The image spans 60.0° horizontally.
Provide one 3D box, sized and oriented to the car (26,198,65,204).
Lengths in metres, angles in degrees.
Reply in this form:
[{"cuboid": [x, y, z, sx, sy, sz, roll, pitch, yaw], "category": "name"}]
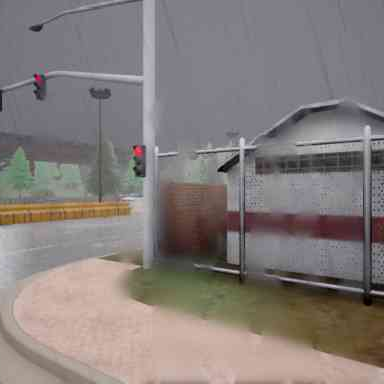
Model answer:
[{"cuboid": [-16.964, 1.492, 38.207, 2.128, 1.511, 4.902, 0, 0, 34], "category": "car"}]
